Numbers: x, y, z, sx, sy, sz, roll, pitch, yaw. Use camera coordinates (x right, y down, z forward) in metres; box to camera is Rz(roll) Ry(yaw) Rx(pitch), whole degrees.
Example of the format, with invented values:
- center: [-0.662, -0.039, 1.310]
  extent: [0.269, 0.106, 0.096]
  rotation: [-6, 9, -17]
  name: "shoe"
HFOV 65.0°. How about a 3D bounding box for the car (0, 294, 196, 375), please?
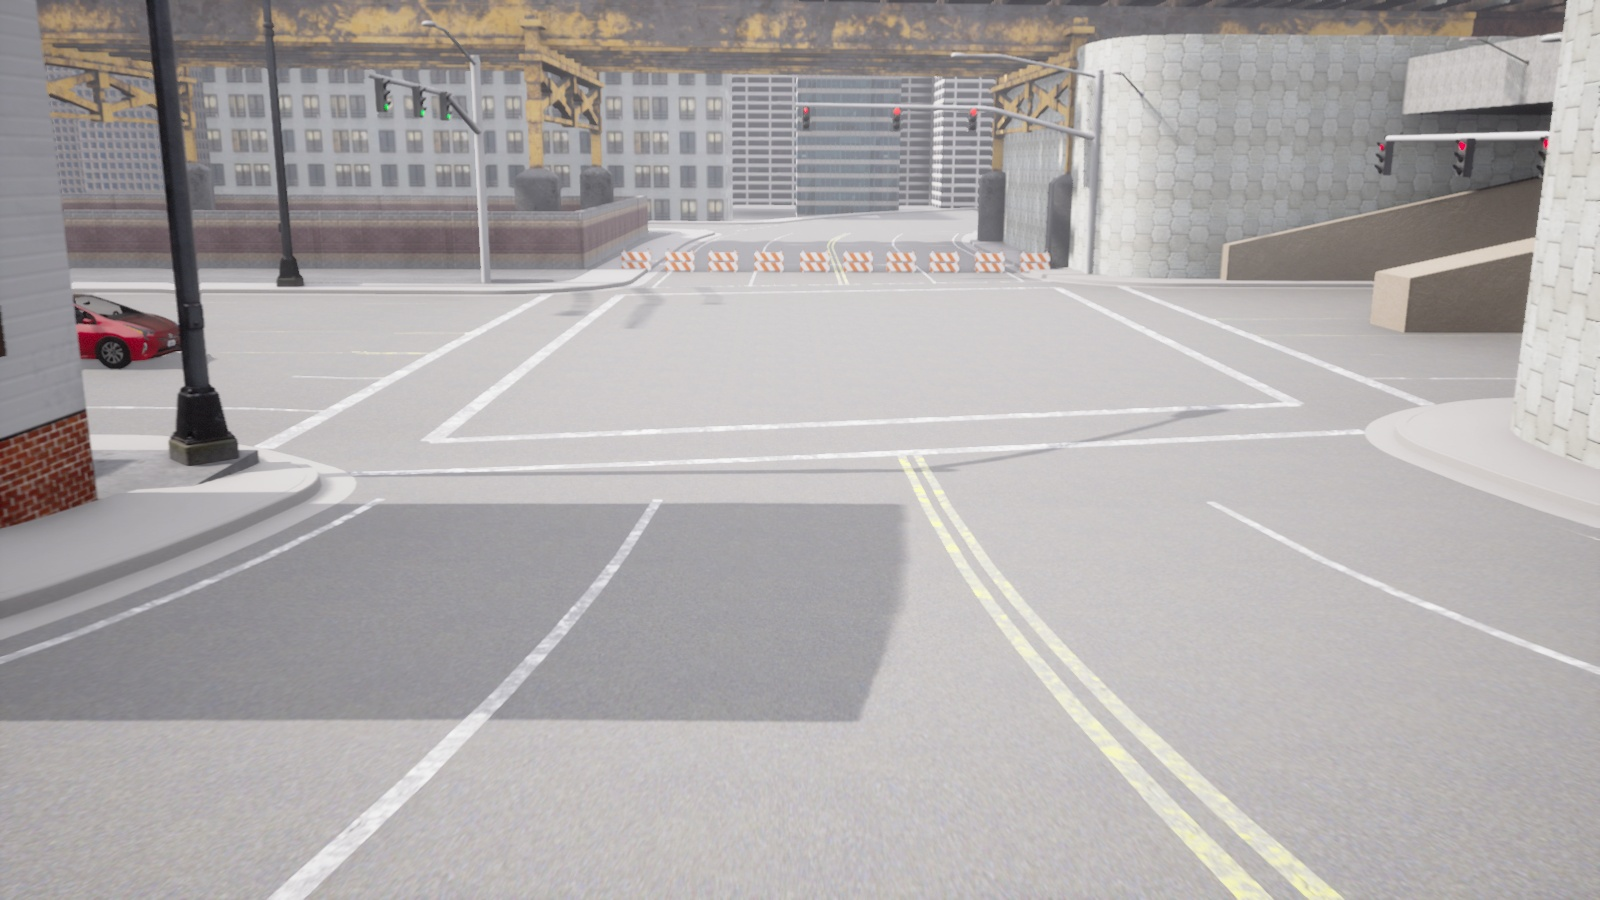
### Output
- center: [-16.285, -2.598, 28.012]
  extent: [4.514, 1.525, 2.007]
  rotation: [0, 13, 0]
  name: "car"
